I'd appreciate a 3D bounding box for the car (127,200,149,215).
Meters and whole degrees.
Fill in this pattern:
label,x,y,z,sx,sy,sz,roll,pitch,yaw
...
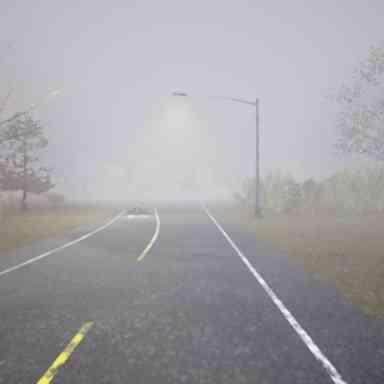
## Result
label,x,y,z,sx,sy,sz,roll,pitch,yaw
car,-5.335,1.543,33.175,1.994,1.385,4.181,0,0,-7
